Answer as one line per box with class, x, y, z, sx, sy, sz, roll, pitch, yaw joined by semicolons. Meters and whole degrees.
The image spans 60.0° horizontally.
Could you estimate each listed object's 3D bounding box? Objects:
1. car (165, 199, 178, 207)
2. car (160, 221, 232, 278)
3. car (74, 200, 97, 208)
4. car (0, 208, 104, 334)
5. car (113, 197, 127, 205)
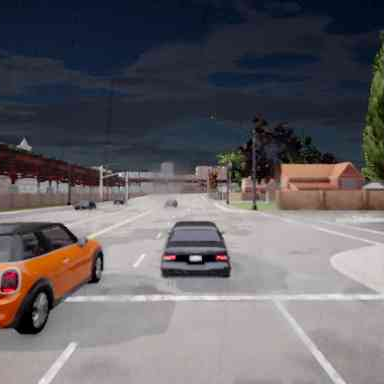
car;-3.418;1.826;56.156;1.994;1.385;4.181;0;0;0
car;0.094;1.596;10.223;2.033;1.411;5.357;0;0;0
car;-14.112;1.770;44.161;1.994;1.385;4.181;0;0;0
car;-3.408;1.385;6.997;2.097;1.767;4.553;0;0;2
car;-14.020;1.837;65.001;1.837;1.490;4.892;0;0;0
